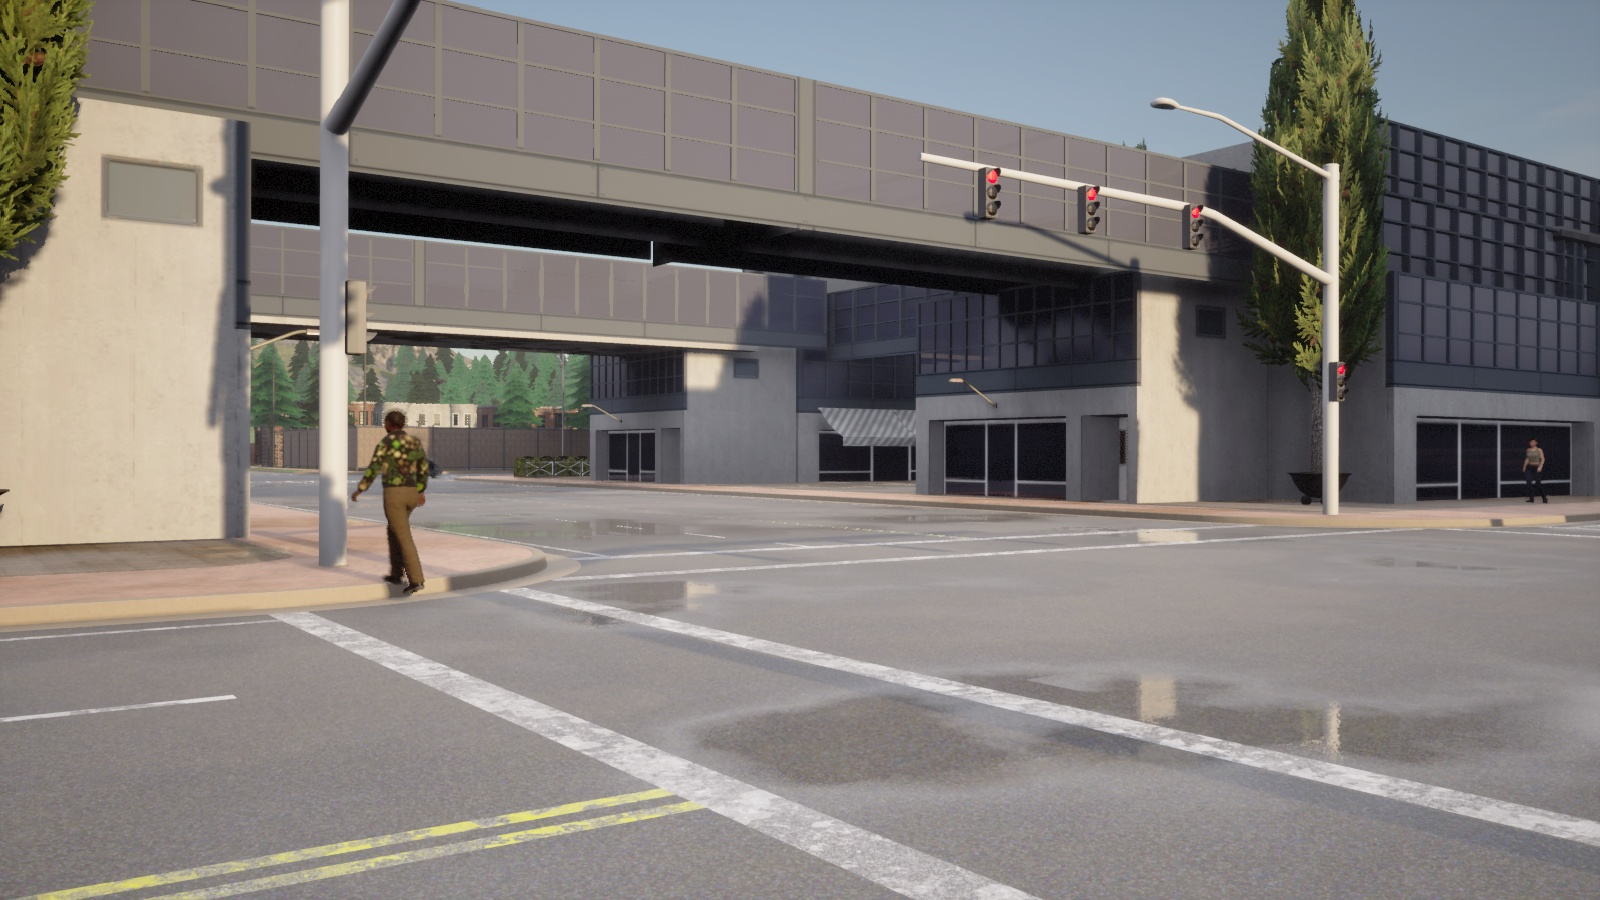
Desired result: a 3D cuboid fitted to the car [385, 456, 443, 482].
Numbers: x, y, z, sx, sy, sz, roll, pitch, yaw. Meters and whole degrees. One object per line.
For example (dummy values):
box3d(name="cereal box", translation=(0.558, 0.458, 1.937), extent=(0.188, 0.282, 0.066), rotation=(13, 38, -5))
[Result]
box3d(name="car", translation=(-21.383, 1.024, 69.651), extent=(1.994, 1.385, 4.181), rotation=(0, 0, -1))

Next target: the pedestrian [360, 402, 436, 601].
box3d(name="pedestrian", translation=(-4.026, 0.504, 12.576), extent=(0.692, 1.930, 0.395), rotation=(0, 0, 38))

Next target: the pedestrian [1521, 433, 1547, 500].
box3d(name="pedestrian", translation=(20.174, 0.445, 34.522), extent=(0.594, 1.836, 0.345), rotation=(0, 0, -27))
